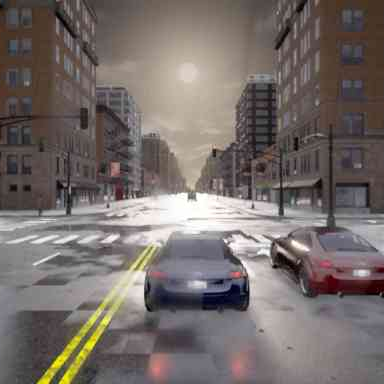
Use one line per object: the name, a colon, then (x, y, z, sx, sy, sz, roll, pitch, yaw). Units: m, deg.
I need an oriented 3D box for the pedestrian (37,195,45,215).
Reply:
pedestrian: (-14.143, 1.155, 31.037, 0.375, 1.860, 0.375, 0, 0, 0)

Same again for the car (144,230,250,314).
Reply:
car: (0.087, 1.561, 7.715, 1.994, 1.385, 4.181, 0, 0, 0)

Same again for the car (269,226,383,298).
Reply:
car: (3.337, 1.560, 8.533, 1.994, 1.385, 4.181, 0, 0, 0)

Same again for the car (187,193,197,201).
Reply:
car: (-0.002, 1.175, 80.231, 2.150, 2.045, 5.566, 0, 0, 0)
